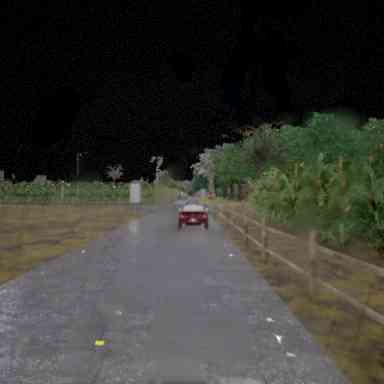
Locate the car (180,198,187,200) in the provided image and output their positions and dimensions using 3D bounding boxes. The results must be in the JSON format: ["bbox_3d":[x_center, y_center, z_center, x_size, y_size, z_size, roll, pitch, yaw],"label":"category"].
[{"bbox_3d":[0.062,1.608,34.432,1.994,1.385,4.181,0,0,2],"label":"car"}]

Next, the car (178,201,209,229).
[{"bbox_3d":[0.086,1.506,21.934,1.882,1.535,5.008,0,0,0],"label":"car"}]
